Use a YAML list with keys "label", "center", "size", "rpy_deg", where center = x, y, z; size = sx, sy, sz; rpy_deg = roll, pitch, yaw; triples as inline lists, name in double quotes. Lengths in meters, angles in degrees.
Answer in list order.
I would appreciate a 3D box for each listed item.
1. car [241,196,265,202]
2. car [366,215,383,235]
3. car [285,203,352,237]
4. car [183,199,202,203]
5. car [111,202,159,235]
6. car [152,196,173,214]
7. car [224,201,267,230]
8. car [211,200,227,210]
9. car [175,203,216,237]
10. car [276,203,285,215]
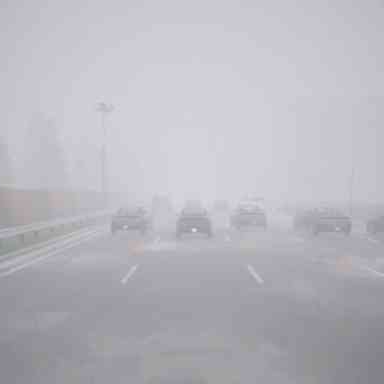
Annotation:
- label: "car"
  center: [7.074, 1.433, 38.769]
  size: [2.150, 2.045, 5.566]
  rpy_deg: [0, 0, 0]
- label: "car"
  center: [10.607, 1.615, 16.564]
  size: [1.812, 1.442, 4.674]
  rpy_deg: [0, 0, 0]
- label: "car"
  center: [7.107, 1.594, 18.647]
  size: [2.128, 1.511, 4.902]
  rpy_deg: [0, 0, 0]
- label: "car"
  center: [0.073, 1.559, 38.137]
  size: [2.097, 1.767, 4.553]
  rpy_deg: [0, 0, 0]
- label: "car"
  center: [-3.392, 1.599, 19.412]
  size: [2.128, 1.511, 4.902]
  rpy_deg: [0, 0, 0]
- label: "car"
  center: [-3.426, 1.434, 38.705]
  size: [2.150, 2.045, 5.566]
  rpy_deg: [0, 0, 0]
- label: "car"
  center: [3.608, 1.611, 21.896]
  size: [2.128, 1.511, 4.902]
  rpy_deg: [0, 0, 0]
- label: "car"
  center: [3.553, 1.707, 42.146]
  size: [1.882, 1.535, 5.008]
  rpy_deg: [0, 0, 0]
- label: "car"
  center: [0.107, 1.608, 18.568]
  size: [1.837, 1.490, 4.892]
  rpy_deg: [0, 0, 0]
- label: "car"
  center: [10.586, 1.796, 36.088]
  size: [1.895, 1.301, 4.718]
  rpy_deg: [0, 0, 0]
